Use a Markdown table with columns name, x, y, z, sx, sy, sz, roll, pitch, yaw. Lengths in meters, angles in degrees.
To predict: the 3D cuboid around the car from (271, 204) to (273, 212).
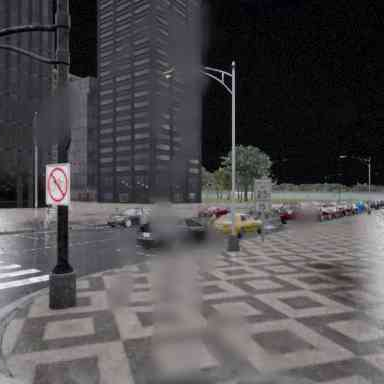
| name | x | y | z | sx | sy | sz | roll | pitch | yaw |
| --- | --- | --- | --- | --- | --- | --- | --- | --- | --- |
| car | 8.851 | 2.208 | 42.832 | 2.008 | 1.369 | 4.403 | -1 | -2 | 35 |

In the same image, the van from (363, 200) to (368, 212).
| name | x | y | z | sx | sy | sz | roll | pitch | yaw |
| --- | --- | --- | --- | --- | --- | --- | --- | --- | --- |
| van | 25.619 | 2.288 | 51.666 | 1.690 | 1.788 | 3.998 | -1 | -2 | 35 |

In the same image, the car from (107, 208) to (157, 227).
| name | x | y | z | sx | sy | sz | roll | pitch | yaw |
| --- | --- | --- | --- | --- | --- | --- | --- | --- | --- |
| car | -4.255 | 1.840 | 24.453 | 2.008 | 1.369 | 4.403 | -1 | -1 | 35 |

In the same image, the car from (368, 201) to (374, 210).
| name | x | y | z | sx | sy | sz | roll | pitch | yaw |
| --- | --- | --- | --- | --- | --- | --- | --- | --- | --- |
| car | 28.897 | 2.590 | 56.256 | 2.008 | 1.369 | 4.403 | -1 | -2 | 35 |

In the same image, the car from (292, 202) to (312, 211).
| name | x | y | z | sx | sy | sz | roll | pitch | yaw |
| --- | --- | --- | --- | --- | --- | --- | --- | --- | --- |
| car | 18.682 | 2.492 | 56.616 | 2.008 | 1.369 | 4.403 | -1 | -2 | 35 |

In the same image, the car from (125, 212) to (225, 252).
| name | x | y | z | sx | sy | sz | roll | pitch | yaw |
| --- | --- | --- | --- | --- | --- | --- | --- | --- | --- |
| car | -0.596 | 1.774 | 14.903 | 1.947 | 1.339 | 4.313 | -1 | -2 | 35 |

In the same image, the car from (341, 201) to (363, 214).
| name | x | y | z | sx | sy | sz | roll | pitch | yaw |
| --- | --- | --- | --- | --- | --- | --- | --- | --- | --- |
| car | 22.342 | 2.293 | 47.069 | 1.967 | 1.590 | 4.097 | -1 | -2 | 35 |

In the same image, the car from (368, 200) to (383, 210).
| name | x | y | z | sx | sy | sz | roll | pitch | yaw |
| --- | --- | --- | --- | --- | --- | --- | --- | --- | --- |
| car | 35.451 | 2.537 | 65.452 | 2.192 | 1.841 | 5.009 | -1 | -2 | 35 |

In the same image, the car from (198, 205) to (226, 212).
| name | x | y | z | sx | sy | sz | roll | pitch | yaw |
| --- | --- | --- | --- | --- | --- | --- | --- | --- | --- |
| car | 2.298 | 2.014 | 33.643 | 1.887 | 1.381 | 4.507 | -1 | -2 | 35 |

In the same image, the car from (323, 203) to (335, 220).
| name | x | y | z | sx | sy | sz | roll | pitch | yaw |
| --- | --- | --- | --- | --- | --- | --- | --- | --- | --- |
| car | 12.511 | 2.113 | 33.282 | 1.887 | 1.381 | 4.507 | -1 | -2 | 35 |

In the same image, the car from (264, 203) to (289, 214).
| name | x | y | z | sx | sy | sz | roll | pitch | yaw |
| --- | --- | --- | --- | --- | --- | --- | --- | --- | --- |
| car | 12.127 | 2.303 | 47.426 | 2.008 | 1.369 | 4.403 | -1 | -2 | 35 |

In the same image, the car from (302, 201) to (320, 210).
| name | x | y | z | sx | sy | sz | roll | pitch | yaw |
| --- | --- | --- | --- | --- | --- | --- | --- | --- | --- |
| car | 21.959 | 2.474 | 61.213 | 1.967 | 1.590 | 4.097 | -1 | -2 | 35 |

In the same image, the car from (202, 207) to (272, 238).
| name | x | y | z | sx | sy | sz | roll | pitch | yaw |
| --- | --- | --- | --- | --- | --- | --- | --- | --- | --- |
| car | 2.779 | 1.823 | 19.636 | 1.752 | 1.417 | 4.829 | -1 | -2 | 35 |

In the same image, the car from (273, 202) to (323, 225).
| name | x | y | z | sx | sy | sz | roll | pitch | yaw |
| --- | --- | --- | --- | --- | --- | --- | --- | --- | --- |
| car | 9.233 | 1.790 | 28.693 | 2.192 | 1.841 | 5.009 | -1 | -2 | 35 |

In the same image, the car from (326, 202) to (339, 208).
| name | x | y | z | sx | sy | sz | roll | pitch | yaw |
| --- | --- | --- | --- | --- | --- | --- | --- | --- | --- |
| car | 31.791 | 2.889 | 74.994 | 1.802 | 1.307 | 4.206 | -1 | -2 | 35 |

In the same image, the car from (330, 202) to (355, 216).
| name | x | y | z | sx | sy | sz | roll | pitch | yaw |
| --- | --- | --- | --- | --- | --- | --- | --- | --- | --- |
| car | 19.065 | 2.303 | 42.472 | 1.887 | 1.381 | 4.507 | -1 | -2 | 35 |

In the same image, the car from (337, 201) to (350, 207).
| name | x | y | z | sx | sy | sz | roll | pitch | yaw |
| --- | --- | --- | --- | --- | --- | --- | --- | --- | --- |
| car | 38.345 | 3.035 | 84.183 | 2.008 | 1.369 | 4.403 | -1 | -1 | 35 |

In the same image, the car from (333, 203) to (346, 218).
| name | x | y | z | sx | sy | sz | roll | pitch | yaw |
| --- | --- | --- | --- | --- | --- | --- | --- | --- | --- |
| car | 15.792 | 2.245 | 37.881 | 1.802 | 1.307 | 4.206 | -1 | -2 | 36 |

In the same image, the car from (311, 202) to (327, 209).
| name | x | y | z | sx | sy | sz | roll | pitch | yaw |
| --- | --- | --- | --- | --- | --- | --- | --- | --- | --- |
| car | 25.236 | 2.671 | 65.805 | 1.887 | 1.381 | 4.507 | -1 | -2 | 35 |
